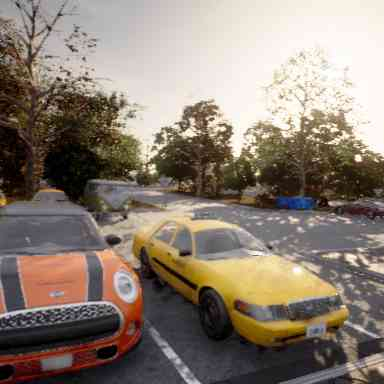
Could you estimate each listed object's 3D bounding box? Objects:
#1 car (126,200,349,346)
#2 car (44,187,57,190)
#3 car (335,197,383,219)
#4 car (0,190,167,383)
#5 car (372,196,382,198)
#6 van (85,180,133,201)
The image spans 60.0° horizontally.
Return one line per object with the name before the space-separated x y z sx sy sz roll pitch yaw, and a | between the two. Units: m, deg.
car | 0.357 1.226 6.482 1.946 1.575 5.366 1 2 -27
car | -7.192 0.514 16.817 1.946 1.575 5.366 1 2 -27
car | 13.983 1.328 27.180 2.002 1.452 4.674 3 2 -27
car | -2.343 1.025 5.366 2.185 1.767 4.553 1 2 -27
car | 16.805 1.286 28.634 2.185 1.767 4.553 3 2 -26
van | -4.549 0.372 17.788 1.878 1.987 4.442 1 2 -27
